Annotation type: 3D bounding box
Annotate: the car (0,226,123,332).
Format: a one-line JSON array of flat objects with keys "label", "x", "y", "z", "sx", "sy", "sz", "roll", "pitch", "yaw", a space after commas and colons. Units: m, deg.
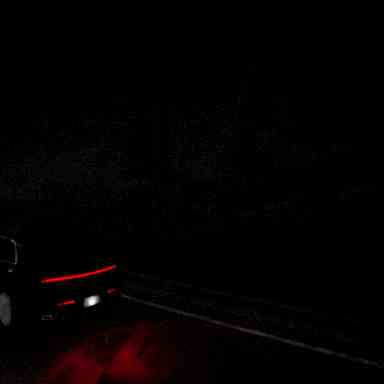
[{"label": "car", "x": -3.447, "y": 1.483, "z": 6.885, "sx": 4.892, "sy": 1.490, "sz": 1.837, "roll": 0, "pitch": 1, "yaw": 40}]
